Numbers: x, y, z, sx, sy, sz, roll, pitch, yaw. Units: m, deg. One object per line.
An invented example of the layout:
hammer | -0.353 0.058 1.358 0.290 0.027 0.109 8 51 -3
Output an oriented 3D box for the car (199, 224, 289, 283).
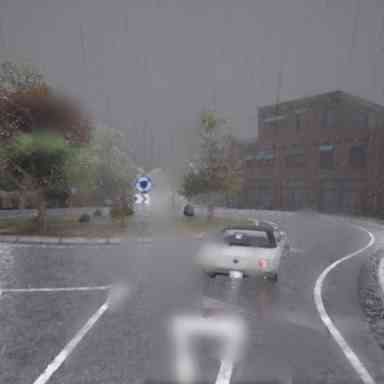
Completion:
car | 1.792 1.616 9.964 1.895 1.301 4.718 1 2 19

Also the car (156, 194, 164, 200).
car | -7.931 1.261 84.570 1.812 1.442 4.674 0 1 -4
